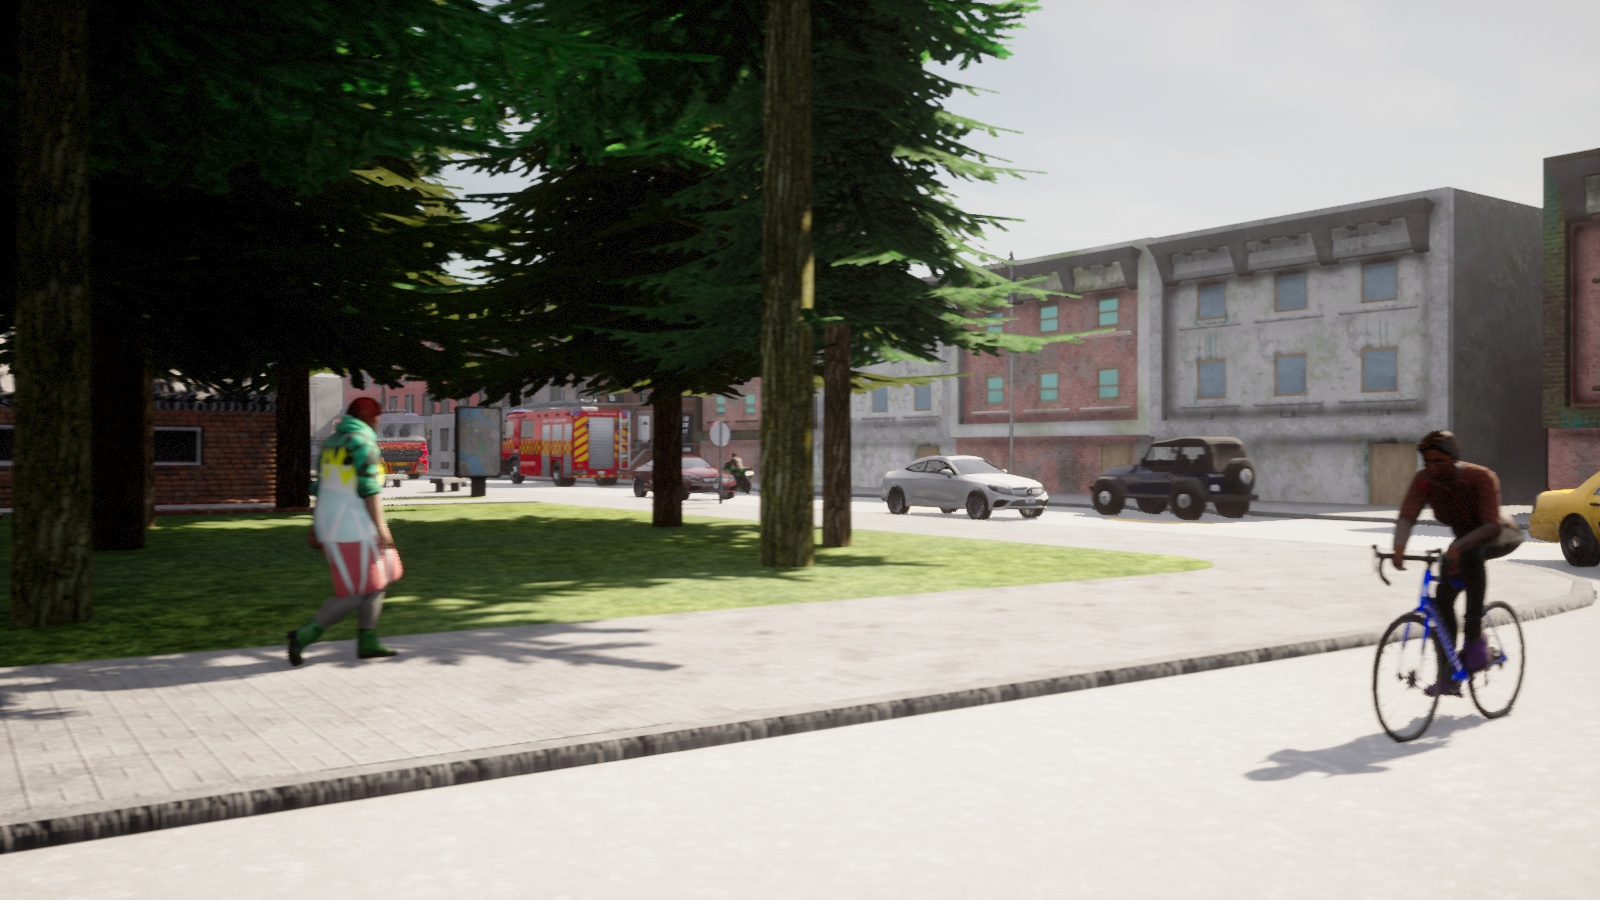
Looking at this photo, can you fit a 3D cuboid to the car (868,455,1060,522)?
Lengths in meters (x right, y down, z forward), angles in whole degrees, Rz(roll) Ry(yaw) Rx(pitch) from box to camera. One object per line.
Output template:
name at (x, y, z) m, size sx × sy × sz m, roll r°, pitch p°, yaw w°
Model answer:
car at (3.757, 0.835, 29.530) m, size 1.812 × 1.442 × 4.674 m, roll 0°, pitch 0°, yaw -35°

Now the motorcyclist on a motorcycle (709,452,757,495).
motorcyclist on a motorcycle at (-2.435, 0.844, 45.600) m, size 0.797 × 1.523 × 2.044 m, roll 0°, pitch 0°, yaw -35°

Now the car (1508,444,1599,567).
car at (11.072, 0.699, 15.328) m, size 1.801 × 1.575 × 5.366 m, roll 0°, pitch 0°, yaw 0°

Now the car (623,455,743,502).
car at (-3.863, 0.878, 40.616) m, size 1.812 × 1.442 × 4.674 m, roll 0°, pitch 0°, yaw -35°

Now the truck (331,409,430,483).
truck at (-23.091, -0.202, 68.783) m, size 2.891 × 3.827 × 8.468 m, roll 0°, pitch 0°, yaw -35°

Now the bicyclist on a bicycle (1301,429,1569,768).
bicyclist on a bicycle at (3.427, 0.707, 6.723) m, size 1.656 × 1.620 × 0.582 m, roll 0°, pitch 0°, yaw -36°

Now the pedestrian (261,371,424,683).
pedestrian at (-3.047, 0.481, 8.363) m, size 0.873 × 1.952 × 0.659 m, roll 0°, pitch 0°, yaw -36°

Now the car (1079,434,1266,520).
car at (8.667, 0.595, 29.458) m, size 1.905 × 1.878 × 3.866 m, roll 0°, pitch 0°, yaw -35°

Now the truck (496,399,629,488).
truck at (-11.170, -0.253, 58.302) m, size 2.891 × 3.827 × 8.468 m, roll 0°, pitch 0°, yaw -35°
